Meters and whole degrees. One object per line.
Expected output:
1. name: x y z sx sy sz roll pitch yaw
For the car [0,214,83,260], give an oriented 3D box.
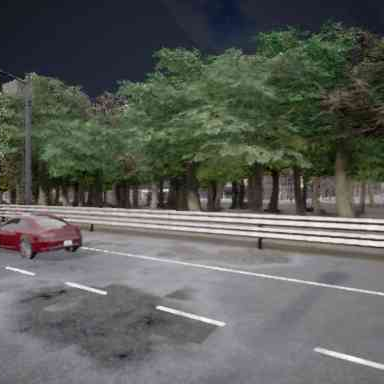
1. car: -6.024 1.548 12.477 4.674 1.442 1.812 0 0 36
